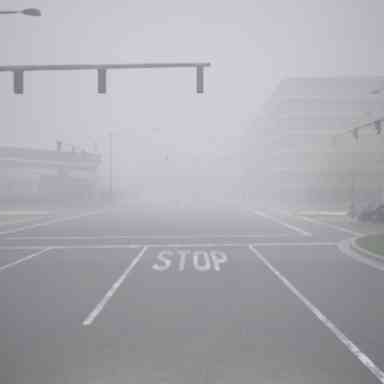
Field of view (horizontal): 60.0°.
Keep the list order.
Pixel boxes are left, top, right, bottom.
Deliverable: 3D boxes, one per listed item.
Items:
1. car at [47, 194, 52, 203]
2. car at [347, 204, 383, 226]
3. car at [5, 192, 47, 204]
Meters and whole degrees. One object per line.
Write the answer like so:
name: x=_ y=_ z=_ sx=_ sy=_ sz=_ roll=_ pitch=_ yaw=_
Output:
car: x=-24.024 y=0.972 z=51.838 sx=3.806 sy=1.475 sz=1.970 roll=0 pitch=1 yaw=1
car: x=12.587 y=1.398 z=21.091 sx=4.718 sy=1.301 sz=1.895 roll=0 pitch=1 yaw=0
car: x=-23.308 y=0.865 z=46.086 sx=4.611 sy=1.667 sz=2.242 roll=0 pitch=1 yaw=1
